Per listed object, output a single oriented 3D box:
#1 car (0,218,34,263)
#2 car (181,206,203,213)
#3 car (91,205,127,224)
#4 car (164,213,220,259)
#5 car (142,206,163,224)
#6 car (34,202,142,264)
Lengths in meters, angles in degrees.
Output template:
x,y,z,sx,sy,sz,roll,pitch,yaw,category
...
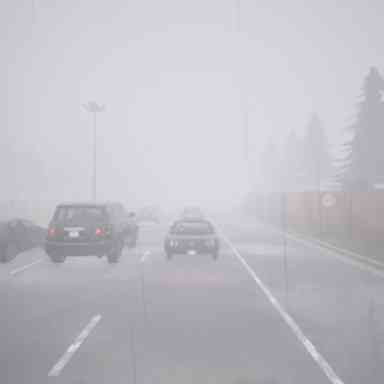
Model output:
x,y,z,sx,sy,sz,roll,pitch,yaw,category
-6.991,1.686,12.524,2.033,1.411,5.357,0,-1,0,car
0.024,1.876,28.494,1.994,1.385,4.181,0,-1,1,car
-6.976,1.876,28.485,1.994,1.385,4.181,0,-1,1,car
0.013,1.747,13.234,1.895,1.301,4.718,0,-1,0,car
-3.488,1.849,27.503,2.033,1.411,5.357,0,-1,0,car
-3.492,1.363,12.562,2.150,2.045,5.566,0,0,0,car
